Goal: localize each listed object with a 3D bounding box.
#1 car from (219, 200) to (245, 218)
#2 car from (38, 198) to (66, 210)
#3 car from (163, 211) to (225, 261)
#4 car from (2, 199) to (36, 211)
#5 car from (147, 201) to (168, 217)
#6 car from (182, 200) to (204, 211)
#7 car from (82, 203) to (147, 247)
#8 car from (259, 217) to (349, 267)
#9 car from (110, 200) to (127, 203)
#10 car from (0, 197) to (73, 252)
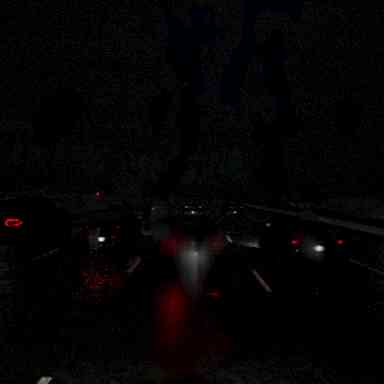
[{"bbox_3d":[3.590,1.472,30.089,2.128,1.511,4.902,0,0,0],"label":"car"},{"bbox_3d":[-17.815,1.534,42.655,1.994,1.385,4.181,0,0,-2],"label":"car"},{"bbox_3d":[0.081,1.592,12.162,1.895,1.301,4.718,0,0,0],"label":"car"},{"bbox_3d":[-21.231,1.572,41.023,1.895,1.301,4.718,0,0,-2],"label":"car"},{"bbox_3d":[-3.408,1.543,31.458,1.994,1.385,4.181,0,0,0],"label":"car"},{"bbox_3d":[0.090,1.472,30.073,2.128,1.511,4.902,0,0,0],"label":"car"},{"bbox_3d":[-3.411,1.496,14.951,1.837,1.490,4.892,0,1,0],"label":"car"},{"bbox_3d":[3.577,1.556,11.369,1.994,1.385,4.181,0,0,0],"label":"car"},{"bbox_3d":[-6.910,1.504,31.508,1.812,1.442,4.674,0,0,0],"label":"car"},{"bbox_3d":[-6.910,1.213,13.920,2.150,2.045,5.566,0,0,0],"label":"car"}]
